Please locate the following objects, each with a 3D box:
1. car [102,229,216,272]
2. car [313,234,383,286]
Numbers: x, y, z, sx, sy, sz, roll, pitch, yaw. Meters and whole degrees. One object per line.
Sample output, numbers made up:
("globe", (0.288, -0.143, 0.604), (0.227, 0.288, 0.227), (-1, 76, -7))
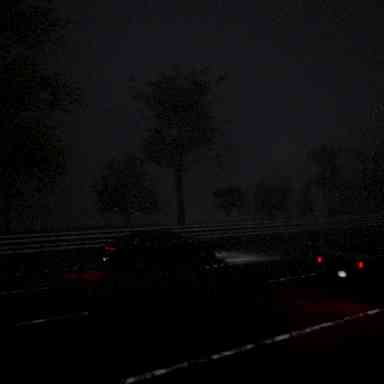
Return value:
("car", (-1.299, 2.352, 14.117), (4.892, 1.490, 1.837), (0, -4, -28))
("car", (6.048, 1.947, 10.164), (4.718, 1.301, 1.895), (0, -4, -28))
